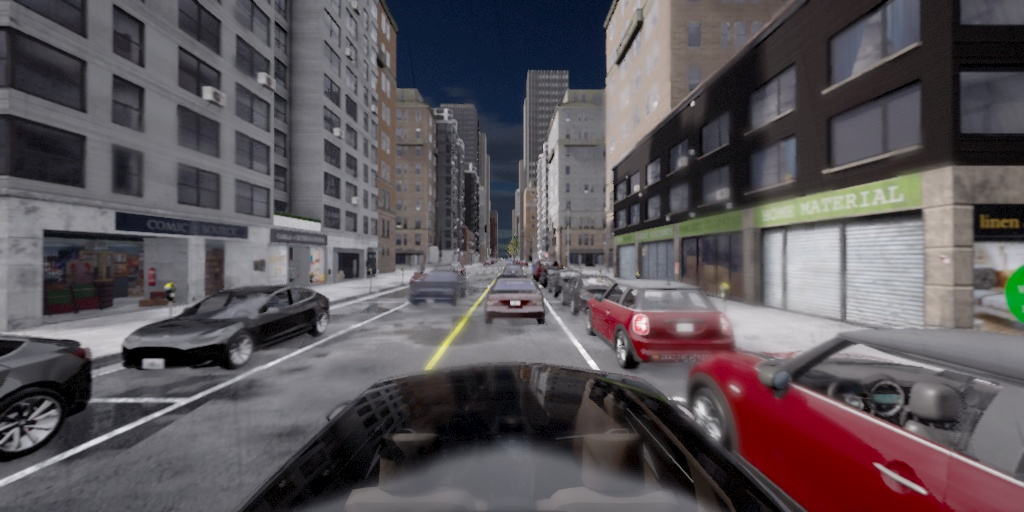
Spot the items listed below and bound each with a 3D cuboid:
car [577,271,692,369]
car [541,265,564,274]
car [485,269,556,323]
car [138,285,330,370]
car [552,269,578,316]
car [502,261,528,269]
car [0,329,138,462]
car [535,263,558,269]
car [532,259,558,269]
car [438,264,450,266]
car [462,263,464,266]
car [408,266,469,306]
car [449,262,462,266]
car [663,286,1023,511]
[{"bbox_3d":[2.857,1.215,7.857,1.967,1.591,4.097,0,0,0],"label":"car"},{"bbox_3d":[2.857,1.371,18.904,2.007,1.370,4.403,0,0,0],"label":"car"},{"bbox_3d":[0.093,1.341,12.285,2.033,1.411,5.357,0,0,0],"label":"car"},{"bbox_3d":[-5.668,1.341,7.844,1.948,1.339,4.313,0,0,0],"label":"car"},{"bbox_3d":[2.857,1.349,13.380,2.007,1.370,4.403,0,0,0],"label":"car"},{"bbox_3d":[0.100,1.426,32.900,2.033,1.411,5.357,0,0,0],"label":"car"},{"bbox_3d":[-5.669,1.318,2.319,1.948,1.339,4.313,0,0,0],"label":"car"},{"bbox_3d":[2.857,1.410,24.427,1.948,1.339,4.313,0,0,0],"label":"car"},{"bbox_3d":[2.857,1.181,29.951,2.192,1.841,5.009,0,0,0],"label":"car"},{"bbox_3d":[-5.669,1.426,24.420,1.802,1.307,4.207,0,0,0],"label":"car"},{"bbox_3d":[-5.669,1.329,35.470,1.967,1.591,4.097,0,0,0],"label":"car"},{"bbox_3d":[-3.102,1.358,16.331,2.033,1.411,5.357,0,0,0],"label":"car"},{"bbox_3d":[-5.669,1.432,29.945,1.948,1.339,4.313,0,0,0],"label":"car"},{"bbox_3d":[2.857,1.192,2.333,1.967,1.591,4.097,0,0,0],"label":"car"}]
